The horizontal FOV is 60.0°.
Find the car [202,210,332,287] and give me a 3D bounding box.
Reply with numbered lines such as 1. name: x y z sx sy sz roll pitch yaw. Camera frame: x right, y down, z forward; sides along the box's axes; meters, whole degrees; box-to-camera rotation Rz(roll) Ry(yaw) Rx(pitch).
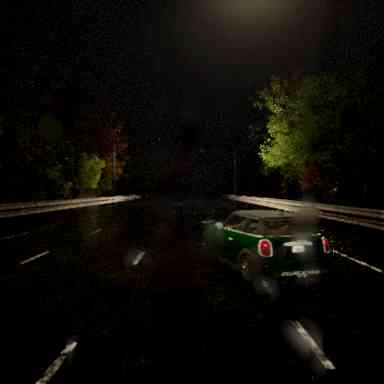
1. car: 1.837 1.296 9.579 2.097 1.767 4.553 0 1 -16
